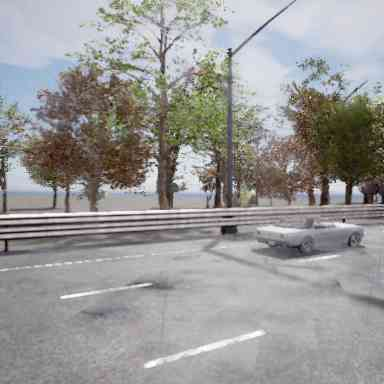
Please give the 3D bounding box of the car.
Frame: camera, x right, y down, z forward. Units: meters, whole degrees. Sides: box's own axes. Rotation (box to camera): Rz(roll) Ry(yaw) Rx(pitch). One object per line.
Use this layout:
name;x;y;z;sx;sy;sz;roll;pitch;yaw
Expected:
car;4.889;1.628;13.570;4.718;1.301;1.895;0;0;-31
